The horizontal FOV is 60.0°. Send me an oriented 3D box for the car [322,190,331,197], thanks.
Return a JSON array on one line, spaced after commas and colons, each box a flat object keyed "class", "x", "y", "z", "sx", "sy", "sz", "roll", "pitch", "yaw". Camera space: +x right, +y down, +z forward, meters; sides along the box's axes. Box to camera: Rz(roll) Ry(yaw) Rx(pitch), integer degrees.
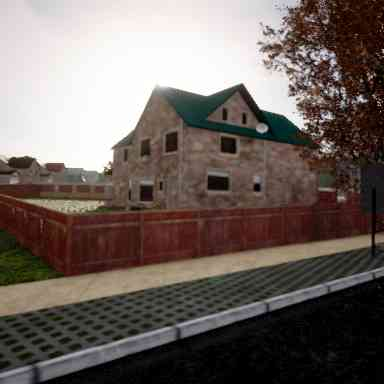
[{"class": "car", "x": 21.528, "y": 0.319, "z": 55.465, "sx": 1.895, "sy": 1.301, "sz": 4.718, "roll": 1, "pitch": 2, "yaw": -3}]
